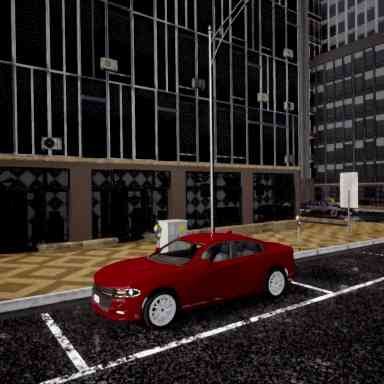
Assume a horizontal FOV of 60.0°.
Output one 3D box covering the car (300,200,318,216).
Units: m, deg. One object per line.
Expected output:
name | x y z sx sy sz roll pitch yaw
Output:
car | 8.885 1.454 30.763 2.008 1.369 4.403 -1 1 -35

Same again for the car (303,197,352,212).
car | 14.879 1.279 36.715 1.752 1.417 4.829 -1 1 -35

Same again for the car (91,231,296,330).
car | 0.229 1.544 6.888 4.507 1.381 1.887 0 -1 -35

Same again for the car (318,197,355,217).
car | 12.075 1.425 30.635 2.033 1.411 5.357 -1 1 -35
